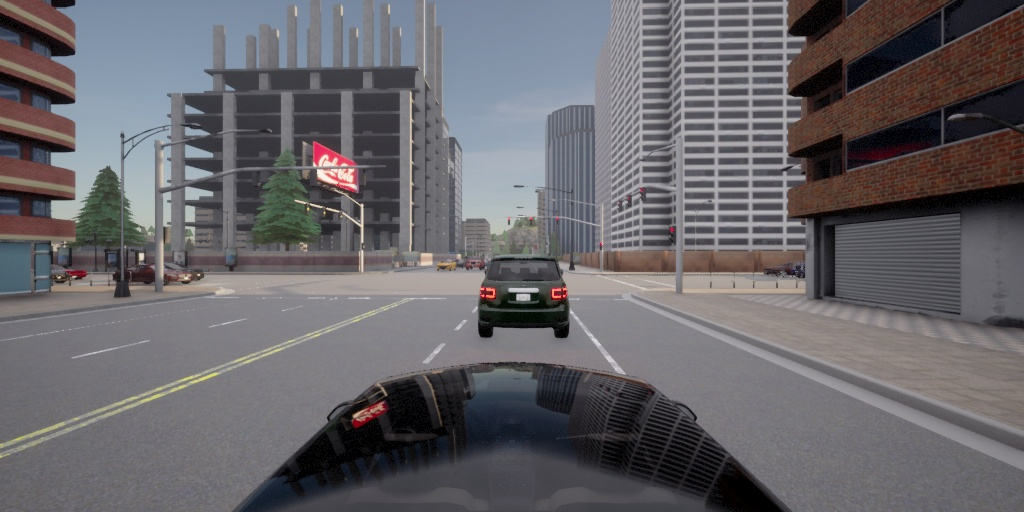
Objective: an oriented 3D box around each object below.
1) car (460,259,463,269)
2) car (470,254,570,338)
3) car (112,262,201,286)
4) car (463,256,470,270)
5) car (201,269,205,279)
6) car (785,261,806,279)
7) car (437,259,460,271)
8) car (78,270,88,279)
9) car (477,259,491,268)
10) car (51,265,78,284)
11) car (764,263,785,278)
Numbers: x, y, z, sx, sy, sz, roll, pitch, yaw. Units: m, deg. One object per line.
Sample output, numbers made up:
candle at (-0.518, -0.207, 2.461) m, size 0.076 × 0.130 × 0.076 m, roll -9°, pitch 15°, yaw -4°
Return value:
car at (-8.504, 1.228, 58.310) m, size 1.882 × 1.535 × 5.008 m, roll 0°, pitch 0°, yaw 2°
car at (0.338, 0.971, 10.319) m, size 2.150 × 2.045 × 5.566 m, roll 0°, pitch 0°, yaw 2°
car at (-24.764, 1.276, 24.771) m, size 4.674 × 1.442 × 1.812 m, roll 0°, pitch 0°, yaw 2°
car at (-5.235, 0.971, 52.145) m, size 2.150 × 2.045 × 5.566 m, roll 0°, pitch 0°, yaw 2°
car at (-27.207, 1.228, 28.352) m, size 5.008 × 1.535 × 1.882 m, roll 0°, pitch 0°, yaw 2°
car at (26.897, 0.971, 30.288) m, size 5.566 × 2.045 × 2.150 m, roll 0°, pitch 0°, yaw 2°
car at (-8.867, 1.228, 48.894) m, size 1.882 × 1.535 × 5.008 m, roll 0°, pitch 0°, yaw 2°
car at (-37.110, 1.351, 28.674) m, size 4.718 × 1.301 × 1.895 m, roll 0°, pitch 0°, yaw 2°
car at (-4.844, 1.276, 62.161) m, size 1.812 × 1.442 × 4.674 m, roll 0°, pitch 0°, yaw 3°
car at (-34.010, 1.255, 25.071) m, size 4.892 × 1.490 × 1.837 m, roll 0°, pitch 0°, yaw 2°
car at (26.542, 1.227, 33.801) m, size 5.008 × 1.535 × 1.882 m, roll 0°, pitch 0°, yaw 2°
